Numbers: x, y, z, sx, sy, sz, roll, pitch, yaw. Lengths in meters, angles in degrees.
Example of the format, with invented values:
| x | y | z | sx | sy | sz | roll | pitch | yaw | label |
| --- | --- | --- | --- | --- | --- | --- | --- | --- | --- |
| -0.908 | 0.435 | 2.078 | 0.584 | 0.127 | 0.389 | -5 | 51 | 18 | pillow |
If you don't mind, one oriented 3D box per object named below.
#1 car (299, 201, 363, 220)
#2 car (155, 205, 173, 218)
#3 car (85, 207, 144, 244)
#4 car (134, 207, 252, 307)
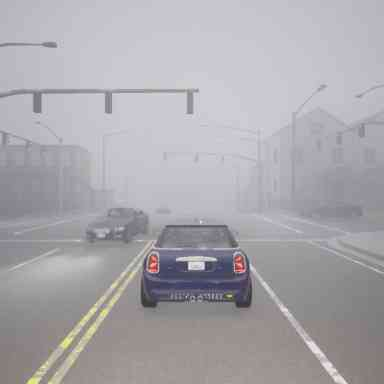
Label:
| x | y | z | sx | sy | sz | roll | pitch | yaw | label |
| --- | --- | --- | --- | --- | --- | --- | --- | --- | --- |
| 11.492 | 1.478 | 27.626 | 5.008 | 1.535 | 1.882 | 0 | 0 | -1 | car |
| -3.558 | 2.570 | 42.599 | 1.895 | 1.301 | 4.718 | 0 | -8 | 0 | car |
| -3.384 | 1.489 | 15.860 | 2.128 | 1.511 | 4.902 | 0 | 0 | 7 | car |
| 0.093 | 1.352 | 8.116 | 2.097 | 1.767 | 4.553 | 0 | 0 | 0 | car |
